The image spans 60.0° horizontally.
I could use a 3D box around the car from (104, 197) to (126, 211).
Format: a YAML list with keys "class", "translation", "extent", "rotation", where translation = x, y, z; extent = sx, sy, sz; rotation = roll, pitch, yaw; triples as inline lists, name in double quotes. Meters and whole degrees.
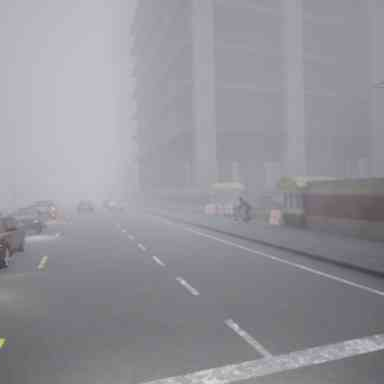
- class: "car"
  translation: [-9.340, 1.560, 40.955]
  extent: [1.812, 1.442, 4.674]
  rotation: [-2, 0, -19]

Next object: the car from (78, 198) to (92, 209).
- class: "car"
  translation: [-16.066, 1.650, 49.673]
  extent: [1.882, 1.535, 5.008]
  rotation: [-2, 0, -19]

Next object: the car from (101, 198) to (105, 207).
- class: "car"
  translation: [-12.615, 1.584, 50.661]
  extent: [1.837, 1.490, 4.892]
  rotation: [-2, 0, -19]

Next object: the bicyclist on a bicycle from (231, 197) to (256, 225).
- class: "bicyclist on a bicycle"
  translation: [2.981, 1.105, 19.284]
  extent: [1.656, 1.620, 0.582]
  rotation: [-2, 0, -19]

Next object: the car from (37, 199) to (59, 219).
- class: "car"
  translation: [-13.238, 1.531, 29.986]
  extent: [2.097, 1.767, 4.553]
  rotation: [-2, 0, -19]

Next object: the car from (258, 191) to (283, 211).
- class: "car"
  translation: [7.729, 0.804, 30.875]
  extent: [1.905, 1.878, 3.866]
  rotation: [-2, 0, -18]

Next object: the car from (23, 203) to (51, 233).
- class: "car"
  translation: [-9.962, 1.659, 20.229]
  extent: [1.812, 1.442, 4.674]
  rotation: [-2, 0, -18]

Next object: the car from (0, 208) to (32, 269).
- class: "car"
  translation: [-6.980, 1.570, 11.336]
  extent: [1.882, 1.535, 5.008]
  rotation: [-2, 0, -19]

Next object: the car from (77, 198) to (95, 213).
- class: "car"
  translation: [-12.814, 1.691, 40.167]
  extent: [1.994, 1.385, 4.181]
  rotation: [-2, 0, -18]
